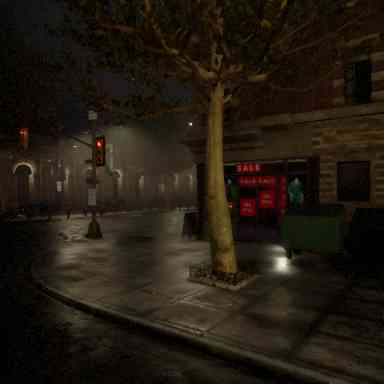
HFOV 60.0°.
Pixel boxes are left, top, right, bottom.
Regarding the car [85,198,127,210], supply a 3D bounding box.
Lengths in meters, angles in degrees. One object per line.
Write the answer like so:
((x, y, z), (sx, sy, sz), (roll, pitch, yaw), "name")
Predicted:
((-10.458, 1.491, 41.949), (2.128, 1.511, 4.902), (0, 0, 36), "car")

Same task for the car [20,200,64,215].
((-15.664, 1.564, 34.784), (1.994, 1.385, 4.181), (0, 0, 36), "car")

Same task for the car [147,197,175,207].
((-4.568, 1.477, 50.038), (1.882, 1.535, 5.008), (0, 0, 36), "car")

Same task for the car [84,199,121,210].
((-12.075, 1.595, 45.081), (1.895, 1.301, 4.718), (0, 0, 36), "car")
